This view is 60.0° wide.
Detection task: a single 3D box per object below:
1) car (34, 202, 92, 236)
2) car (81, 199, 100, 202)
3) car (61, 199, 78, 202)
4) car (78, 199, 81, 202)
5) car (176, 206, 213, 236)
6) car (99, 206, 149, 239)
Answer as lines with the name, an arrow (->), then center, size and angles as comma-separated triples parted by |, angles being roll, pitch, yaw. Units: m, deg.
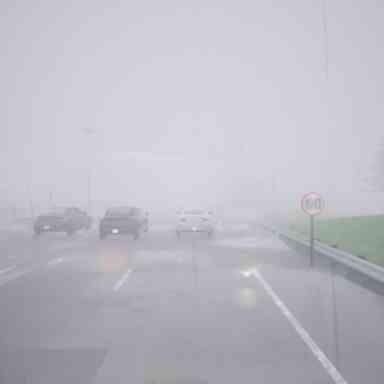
car -> -6.900, 1.493, 18.139 | 1.812, 1.442, 4.674 | 0, 0, 0
car -> -27.344, 2.697, 89.991 | 2.128, 1.511, 4.902 | 0, -2, 1
car -> -27.554, 2.268, 73.744 | 1.994, 1.385, 4.181 | 0, -1, 1
car -> -30.844, 2.708, 90.036 | 2.033, 1.411, 5.357 | 0, -2, 1
car -> 0.137, 1.503, 18.074 | 1.812, 1.442, 4.674 | 0, 0, 1
car -> -3.401, 1.478, 17.160 | 1.837, 1.490, 4.892 | 0, 0, 0
